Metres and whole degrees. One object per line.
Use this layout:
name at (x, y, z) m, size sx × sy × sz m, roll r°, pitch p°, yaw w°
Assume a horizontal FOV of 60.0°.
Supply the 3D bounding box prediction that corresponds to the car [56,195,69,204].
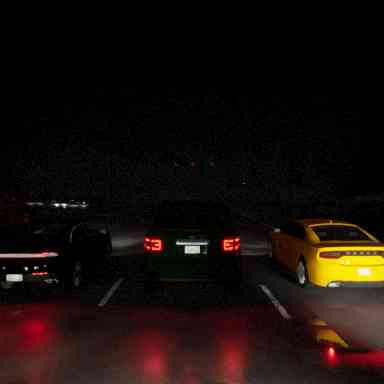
car at (-21.988, 1.324, 57.685) m, size 1.994 × 1.385 × 4.181 m, roll 0°, pitch 0°, yaw -1°

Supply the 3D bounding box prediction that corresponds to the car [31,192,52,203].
car at (-29.038, 0.948, 64.369) m, size 2.150 × 2.045 × 5.566 m, roll 0°, pitch 0°, yaw -1°

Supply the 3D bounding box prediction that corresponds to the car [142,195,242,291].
car at (-0.014, 1.212, 9.157) m, size 2.150 × 2.045 × 5.566 m, roll 0°, pitch 0°, yaw 0°

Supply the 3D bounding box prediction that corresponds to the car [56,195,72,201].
car at (-29.240, 1.254, 76.024) m, size 1.895 × 1.301 × 4.718 m, roll 0°, pitch 0°, yaw -1°

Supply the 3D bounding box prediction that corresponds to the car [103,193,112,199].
car at (-23.318, 1.124, 91.902) m, size 1.994 × 1.385 × 4.181 m, roll 0°, pitch 0°, yaw -7°

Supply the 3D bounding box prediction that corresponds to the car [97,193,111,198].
car at (-18.594, 1.245, 67.691) m, size 2.033 × 1.411 × 5.357 m, roll 0°, pitch 0°, yaw -1°

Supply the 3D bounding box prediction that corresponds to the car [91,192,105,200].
car at (-22.286, 0.999, 78.666) m, size 2.097 × 1.767 × 4.553 m, roll 0°, pitch 0°, yaw -1°

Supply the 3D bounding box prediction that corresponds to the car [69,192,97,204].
car at (-18.484, 0.986, 56.871) m, size 2.150 × 2.045 × 5.566 m, roll 0°, pitch 0°, yaw -1°

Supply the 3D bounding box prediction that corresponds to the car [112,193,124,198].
car at (-18.873, 1.165, 82.212) m, size 2.033 × 1.411 × 5.357 m, roll 0°, pitch 0°, yaw -1°

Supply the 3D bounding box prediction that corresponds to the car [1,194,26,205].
car at (-28.931, 1.132, 54.040) m, size 2.097 × 1.767 × 4.553 m, roll 0°, pitch 0°, yaw -1°

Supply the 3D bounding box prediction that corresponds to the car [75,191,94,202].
car at (-22.107, 0.926, 68.394) m, size 2.150 × 2.045 × 5.566 m, roll 0°, pitch 0°, yaw -1°

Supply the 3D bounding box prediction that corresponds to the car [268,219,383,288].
car at (3.475, 1.468, 9.211) m, size 1.882 × 1.535 × 5.008 m, roll 0°, pitch 0°, yaw 0°

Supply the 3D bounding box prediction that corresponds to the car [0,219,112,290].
car at (-3.522, 1.482, 9.012) m, size 2.128 × 1.511 × 4.902 m, roll 0°, pitch 0°, yaw 0°
